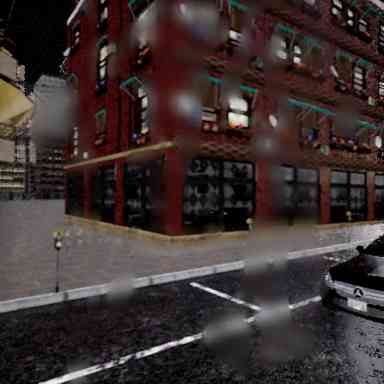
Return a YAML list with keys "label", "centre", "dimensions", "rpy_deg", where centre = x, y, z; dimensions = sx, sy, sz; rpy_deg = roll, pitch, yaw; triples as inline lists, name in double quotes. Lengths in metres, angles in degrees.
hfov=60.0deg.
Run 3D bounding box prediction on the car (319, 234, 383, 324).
- label: "car"
  centre: [4.495, 1.517, 6.578]
  dimensions: [4.674, 1.442, 1.812]
  rpy_deg: [0, 0, -35]
